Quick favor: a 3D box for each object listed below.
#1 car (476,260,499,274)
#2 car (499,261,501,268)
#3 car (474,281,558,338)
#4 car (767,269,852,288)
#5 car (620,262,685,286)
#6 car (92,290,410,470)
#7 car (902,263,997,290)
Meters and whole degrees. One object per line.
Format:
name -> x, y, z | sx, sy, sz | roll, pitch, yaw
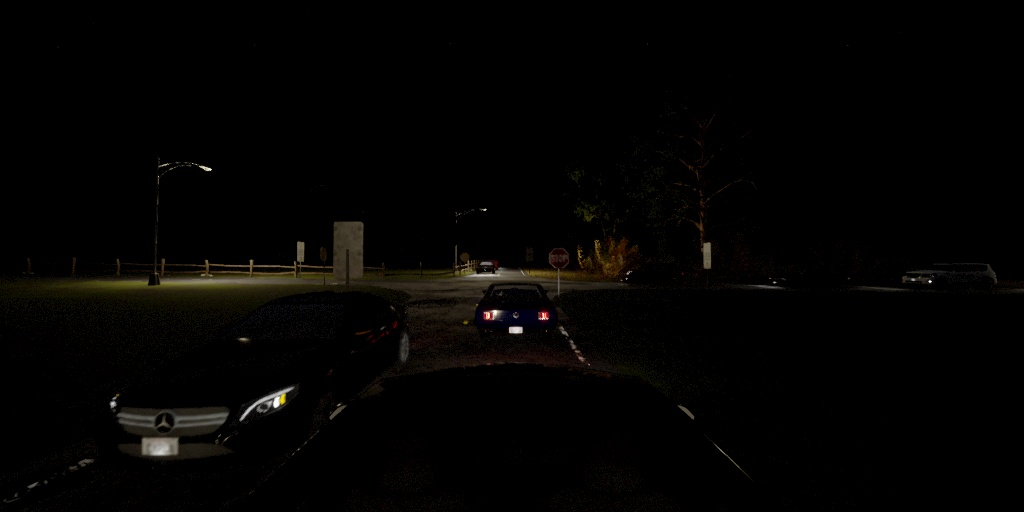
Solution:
car -> -2.924, 1.345, 41.154 | 1.994, 1.385, 4.181 | 0, 0, 0
car -> -2.934, 1.272, 51.426 | 1.882, 1.535, 5.008 | 0, 0, 0
car -> 0.088, 1.354, 10.166 | 1.895, 1.301, 4.718 | 0, 0, 0
car -> 22.995, 1.698, 27.773 | 5.357, 1.411, 2.033 | 1, -1, 0
car -> 10.789, 1.324, 27.853 | 4.553, 1.767, 2.097 | 1, -1, 3
car -> -2.843, 1.277, 5.217 | 1.812, 1.442, 4.674 | 0, 0, 0
car -> 33.920, 1.536, 27.865 | 5.566, 2.045, 2.150 | 1, -1, 0
